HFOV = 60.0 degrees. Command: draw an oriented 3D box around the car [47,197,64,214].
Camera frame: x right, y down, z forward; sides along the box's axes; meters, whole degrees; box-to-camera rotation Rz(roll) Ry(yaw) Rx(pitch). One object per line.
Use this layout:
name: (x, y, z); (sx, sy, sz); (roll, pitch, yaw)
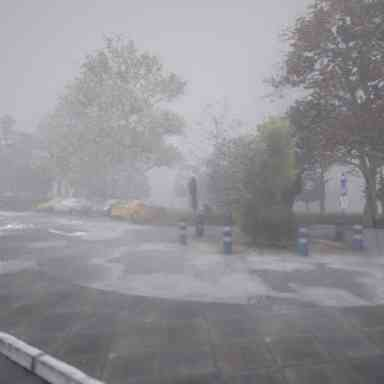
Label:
car: (-10.824, 1.355, 31.769); (2.002, 1.452, 4.674); (1, 1, 36)

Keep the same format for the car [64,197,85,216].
car: (-8.598, 1.386, 30.120); (2.163, 1.488, 4.792); (1, 1, 36)

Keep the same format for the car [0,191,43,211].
car: (-17.524, 0.938, 36.674); (2.435, 2.045, 5.566); (1, 1, 36)

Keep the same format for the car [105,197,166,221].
car: (-4.201, 1.438, 26.956); (2.097, 1.535, 5.008); (1, 1, 36)

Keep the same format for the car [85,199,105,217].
car: (-6.420, 1.271, 28.613); (2.185, 1.767, 4.553); (1, 1, 36)

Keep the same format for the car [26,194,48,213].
car: (-13.172, 1.270, 33.248); (1.946, 1.575, 5.366); (1, 1, 36)
